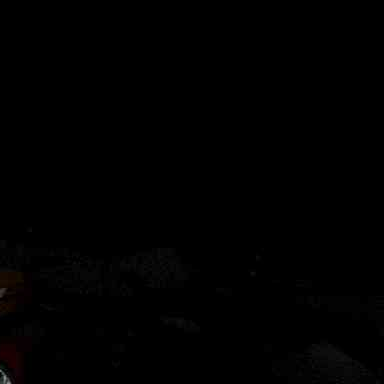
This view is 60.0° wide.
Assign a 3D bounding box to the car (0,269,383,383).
[{"bbox_3d":[-0.194,1.587,2.996,4.206,1.307,1.802,0,-1,36],"label":"car"}]

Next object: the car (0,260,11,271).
[{"bbox_3d":[-4.943,1.549,6.401,4.829,1.417,1.752,0,-1,36],"label":"car"}]
